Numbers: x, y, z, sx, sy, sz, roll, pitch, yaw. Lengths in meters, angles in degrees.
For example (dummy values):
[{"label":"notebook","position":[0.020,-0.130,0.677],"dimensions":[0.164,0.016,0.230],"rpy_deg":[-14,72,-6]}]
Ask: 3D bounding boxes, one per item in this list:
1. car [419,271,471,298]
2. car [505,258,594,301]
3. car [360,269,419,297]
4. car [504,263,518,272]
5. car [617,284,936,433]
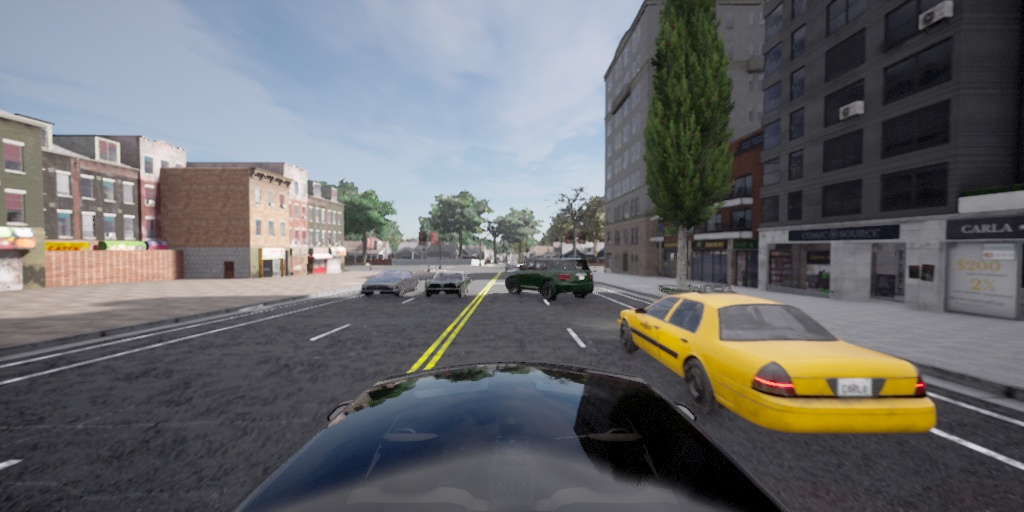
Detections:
[{"label":"car","position":[-3.399,1.497,19.633],"dimensions":[1.895,1.301,4.718],"rpy_deg":[0,-1,0]},{"label":"car","position":[1.815,1.111,18.807],"dimensions":[2.150,2.045,5.566],"rpy_deg":[1,-1,-31]},{"label":"car","position":[-6.651,1.449,20.279],"dimensions":[2.033,1.411,5.357],"rpy_deg":[0,-1,0]},{"label":"car","position":[-0.167,1.861,59.676],"dimensions":[2.128,1.511,4.902],"rpy_deg":[0,-1,0]},{"label":"car","position":[3.241,1.238,5.961],"dimensions":[1.801,1.575,5.366],"rpy_deg":[0,0,0]}]
